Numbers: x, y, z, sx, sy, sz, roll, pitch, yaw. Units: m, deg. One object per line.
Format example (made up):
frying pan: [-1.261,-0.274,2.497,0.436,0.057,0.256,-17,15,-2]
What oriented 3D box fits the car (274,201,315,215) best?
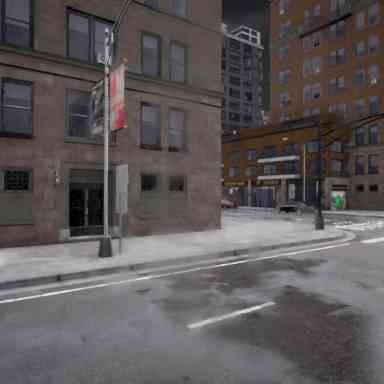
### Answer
car: [10.520,1.580,34.251,1.947,1.339,4.313,0,0,-35]

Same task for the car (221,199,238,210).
car: [4.164,1.594,43.257,1.802,1.307,4.206,0,0,-35]
